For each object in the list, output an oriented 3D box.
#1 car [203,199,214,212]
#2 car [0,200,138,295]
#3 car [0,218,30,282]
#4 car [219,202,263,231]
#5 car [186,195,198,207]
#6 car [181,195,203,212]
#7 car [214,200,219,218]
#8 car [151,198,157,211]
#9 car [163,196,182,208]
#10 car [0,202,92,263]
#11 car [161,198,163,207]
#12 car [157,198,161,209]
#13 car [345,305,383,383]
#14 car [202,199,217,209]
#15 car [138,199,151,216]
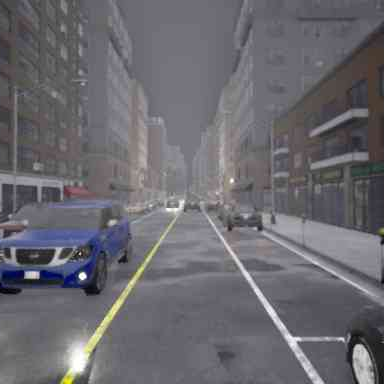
[{"bbox_3d":[2.688,1.738,40.763,1.887,1.381,4.507,0,0,0],"label":"car"},{"bbox_3d":[-3.097,1.261,9.199,2.150,2.045,5.566,0,0,0],"label":"car"},{"bbox_3d":[-5.847,1.558,7.629,1.752,1.417,4.829,1,0,0],"label":"car"},{"bbox_3d":[3.120,1.448,21.354,2.097,1.767,4.553,0,0,0],"label":"car"},{"bbox_3d":[0.028,1.518,60.028,2.150,2.045,5.566,0,0,0],"label":"car"},{"bbox_3d":[0.062,1.556,42.870,2.097,1.767,4.553,0,0,0],"label":"car"},{"bbox_3d":[3.157,1.655,28.384,1.812,1.442,4.674,0,0,0],"label":"car"},{"bbox_3d":[-5.839,1.744,40.756,2.008,1.369,4.403,0,0,0],"label":"car"},{"bbox_3d":[-3.045,1.755,53.441,2.128,1.511,4.902,0,0,0],"label":"car"},{"bbox_3d":[-5.844,1.373,13.293,2.192,1.841,5.009,1,0,0],"label":"car"},{"bbox_3d":[-5.835,1.725,57.236,1.967,1.590,4.097,0,0,0],"label":"car"},{"bbox_3d":[-5.837,1.663,46.249,1.967,1.590,4.097,0,0,0],"label":"car"},{"bbox_3d":[2.682,1.561,2.324,2.008,1.369,4.403,1,0,0],"label":"car"},{"bbox_3d":[2.689,1.804,51.746,2.008,1.369,4.403,0,0,0],"label":"car"},{"bbox_3d":[-5.841,1.688,35.094,1.752,1.417,4.829,0,0,0],"label":"car"}]
